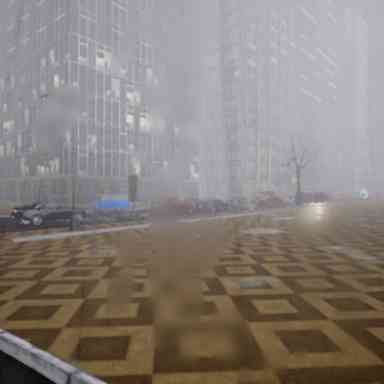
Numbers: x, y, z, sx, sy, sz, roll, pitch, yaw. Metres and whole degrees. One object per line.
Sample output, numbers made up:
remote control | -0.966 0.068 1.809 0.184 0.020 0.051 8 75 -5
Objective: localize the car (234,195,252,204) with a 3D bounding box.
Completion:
car | 6.786 1.141 50.239 1.947 1.339 4.313 1 1 41

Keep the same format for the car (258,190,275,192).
car | 11.093 0.780 51.145 2.150 2.045 5.566 0 1 41

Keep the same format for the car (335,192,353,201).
car | 28.038 0.954 62.210 1.752 1.417 4.829 1 1 41

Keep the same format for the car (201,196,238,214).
car | 2.112 1.315 31.764 1.947 1.339 4.313 1 1 41

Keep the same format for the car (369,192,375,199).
car | 39.013 0.845 75.057 2.008 1.369 4.403 1 1 41

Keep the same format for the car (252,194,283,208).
car | 9.451 1.239 40.456 1.802 1.307 4.206 1 1 41

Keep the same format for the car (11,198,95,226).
car | -9.472 1.346 22.457 2.128 1.511 4.902 0 1 41

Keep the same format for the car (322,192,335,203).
car | 20.538 0.836 53.428 2.192 1.841 5.009 1 1 41

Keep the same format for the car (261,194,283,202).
car | 14.178 1.050 58.890 1.947 1.339 4.313 1 1 41

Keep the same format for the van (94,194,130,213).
van | -8.084 1.098 33.016 1.690 1.788 3.998 1 1 41

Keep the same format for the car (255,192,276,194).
car | 11.001 1.093 46.332 2.128 1.511 4.902 0 1 41

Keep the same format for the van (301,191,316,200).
van | 25.265 0.689 71.862 1.690 1.788 3.998 1 1 41

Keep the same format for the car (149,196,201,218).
car | -1.540 1.235 27.401 1.967 1.590 4.097 1 1 41

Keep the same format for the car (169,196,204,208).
car | -0.610 1.211 41.596 1.887 1.381 4.507 1 1 41

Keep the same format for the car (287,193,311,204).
car | 17.475 0.999 53.981 1.882 1.535 5.008 0 1 41

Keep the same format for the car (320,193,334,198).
car | 32.654 0.823 80.517 1.947 1.339 4.313 1 1 41

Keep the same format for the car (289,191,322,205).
car | 16.843 0.881 49.103 2.192 1.841 5.009 1 1 41

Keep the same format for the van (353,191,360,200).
van | 35.319 0.680 70.729 1.690 1.788 3.998 1 1 41
